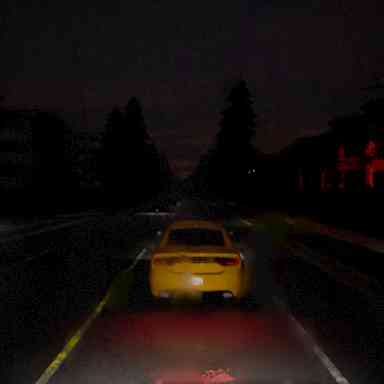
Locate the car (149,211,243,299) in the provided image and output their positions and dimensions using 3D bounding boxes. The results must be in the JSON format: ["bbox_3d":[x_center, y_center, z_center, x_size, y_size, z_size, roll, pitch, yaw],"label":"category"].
[{"bbox_3d":[0.087,1.467,8.514,1.882,1.535,5.008,0,0,0],"label":"car"}]

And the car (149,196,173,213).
[{"bbox_3d":[-3.604,1.501,37.252,2.033,1.411,5.357,0,0,0],"label":"car"}]

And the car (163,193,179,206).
[{"bbox_3d":[-3.593,1.155,52.069,2.150,2.045,5.566,0,0,0],"label":"car"}]
